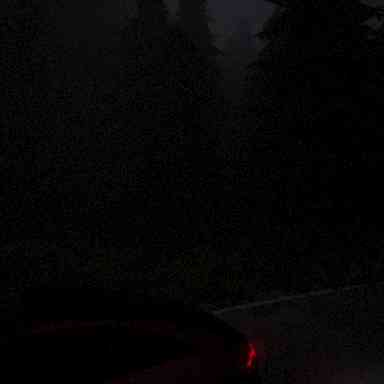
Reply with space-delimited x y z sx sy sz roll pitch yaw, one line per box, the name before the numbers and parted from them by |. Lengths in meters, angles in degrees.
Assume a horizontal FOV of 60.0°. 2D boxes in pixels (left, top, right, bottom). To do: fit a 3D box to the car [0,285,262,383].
car | -1.434 1.551 2.518 4.181 1.385 1.994 -1 1 -32
